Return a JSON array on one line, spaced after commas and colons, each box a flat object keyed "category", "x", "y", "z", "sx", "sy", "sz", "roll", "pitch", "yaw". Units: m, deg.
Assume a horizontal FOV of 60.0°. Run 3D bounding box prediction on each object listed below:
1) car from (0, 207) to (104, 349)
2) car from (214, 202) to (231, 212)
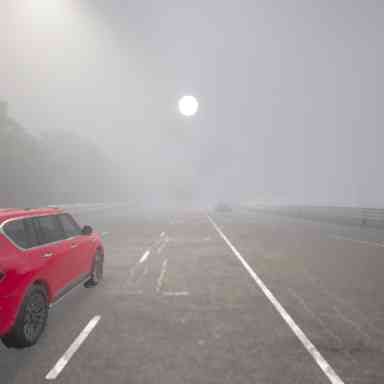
[{"category": "car", "x": -3.399, "y": 1.295, "z": 6.520, "sx": 2.150, "sy": 2.045, "sz": 5.566, "roll": 0, "pitch": -1, "yaw": 0}, {"category": "car", "x": 4.512, "y": 2.226, "z": 49.604, "sx": 1.994, "sy": 1.385, "sz": 4.181, "roll": 0, "pitch": -1, "yaw": -5}]
